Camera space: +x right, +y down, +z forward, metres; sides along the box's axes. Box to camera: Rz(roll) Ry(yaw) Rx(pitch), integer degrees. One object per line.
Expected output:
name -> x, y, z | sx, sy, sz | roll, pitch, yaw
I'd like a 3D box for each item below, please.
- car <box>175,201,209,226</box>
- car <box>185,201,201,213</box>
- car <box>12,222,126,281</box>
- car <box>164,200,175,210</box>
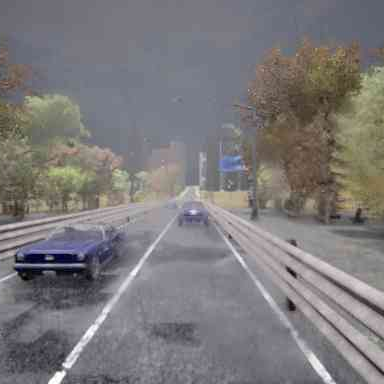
car -> 0.110, 1.468, 24.431 | 2.097, 1.767, 4.553 | 0, -1, 0
car -> 0.117, 1.876, 42.817 | 1.994, 1.385, 4.181 | 0, -1, 0
car -> -3.346, 1.619, 10.018 | 1.895, 1.301, 4.718 | 0, 0, 0
car -> -3.304, 1.929, 51.224 | 1.812, 1.442, 4.674 | 0, 0, 0
